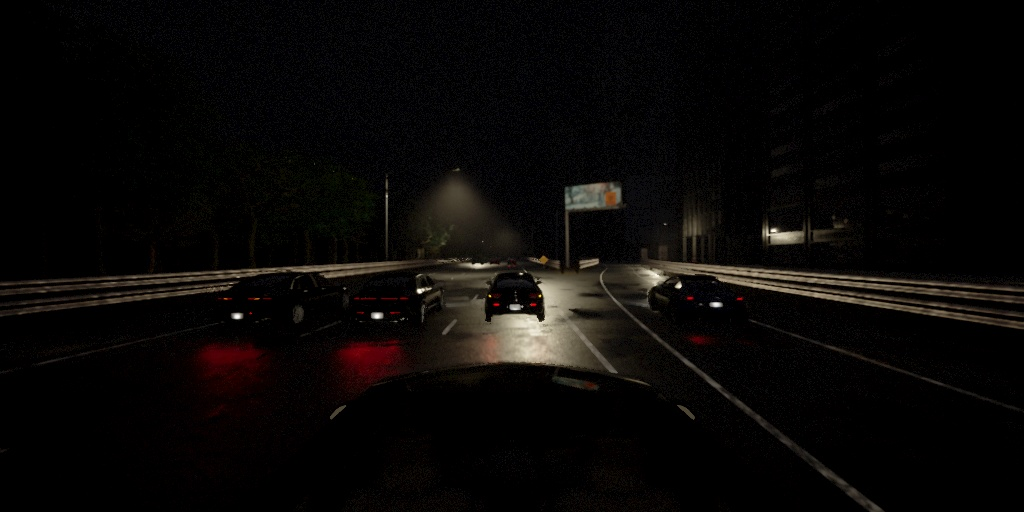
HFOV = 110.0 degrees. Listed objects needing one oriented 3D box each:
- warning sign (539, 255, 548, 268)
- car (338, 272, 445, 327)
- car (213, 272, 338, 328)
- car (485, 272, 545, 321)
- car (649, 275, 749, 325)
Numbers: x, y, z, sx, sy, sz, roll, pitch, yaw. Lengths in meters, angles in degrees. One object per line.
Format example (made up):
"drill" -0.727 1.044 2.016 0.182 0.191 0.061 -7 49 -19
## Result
"warning sign" 4.522 0.806 50.925 1.300 1.860 1.060 0 0 0
"car" -3.405 1.257 11.471 1.837 1.490 4.892 0 0 0
"car" -6.905 1.257 11.432 1.837 1.490 4.892 0 0 0
"car" 0.079 1.278 12.400 1.812 1.442 4.674 0 0 0
"car" 5.929 1.314 11.892 1.994 1.385 4.181 0 0 8
